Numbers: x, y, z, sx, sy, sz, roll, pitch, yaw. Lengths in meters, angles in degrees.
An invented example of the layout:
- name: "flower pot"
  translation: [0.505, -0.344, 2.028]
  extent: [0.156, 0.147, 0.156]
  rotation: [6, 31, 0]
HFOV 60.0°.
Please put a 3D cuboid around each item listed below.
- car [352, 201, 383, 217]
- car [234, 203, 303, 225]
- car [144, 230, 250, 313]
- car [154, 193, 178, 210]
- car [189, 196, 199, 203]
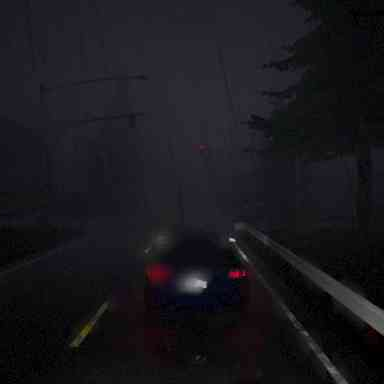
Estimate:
- name: "car"
  translation: [15.461, 1.489, 26.657]
  extent: [4.892, 1.490, 1.837]
  rotation: [0, 0, 0]
- name: "car"
  translation: [5.306, 1.515, 23.069]
  extent: [4.674, 1.442, 1.812]
  rotation: [0, 0, 1]
- name: "car"
  translation: [0.111, 1.564, 7.745]
  extent: [1.994, 1.385, 4.181]
  rotation: [0, 0, 1]
- name: "car"
  translation: [-3.309, 1.352, 42.244]
  extent: [2.097, 1.767, 4.553]
  rotation: [0, 0, 1]
- name: "car"
  translation: [0.444, 1.525, 66.310]
  extent: [1.812, 1.442, 4.674]
  rotation: [0, 0, 0]
